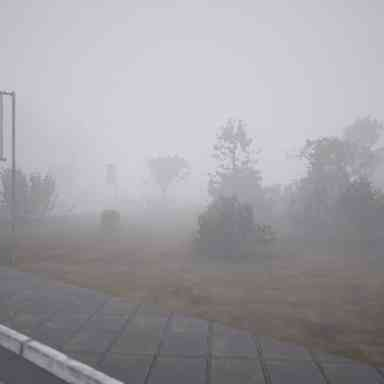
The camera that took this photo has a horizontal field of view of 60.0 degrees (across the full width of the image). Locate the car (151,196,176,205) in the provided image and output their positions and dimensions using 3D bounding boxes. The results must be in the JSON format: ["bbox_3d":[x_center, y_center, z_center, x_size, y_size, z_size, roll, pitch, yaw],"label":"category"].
[{"bbox_3d":[-4.426,1.385,51.271,1.812,1.442,4.674,0,1,39],"label":"car"}]

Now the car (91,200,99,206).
[{"bbox_3d":[-13.227,1.521,51.800,1.895,1.301,4.718,0,1,39],"label":"car"}]

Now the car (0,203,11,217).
[{"bbox_3d":[-16.143,1.525,31.121,1.812,1.442,4.674,0,0,39],"label":"car"}]

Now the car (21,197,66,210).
[{"bbox_3d":[-19.552,1.481,43.952,2.128,1.511,4.902,0,0,39],"label":"car"}]

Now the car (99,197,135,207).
[{"bbox_3d":[-10.559,1.469,49.534,2.033,1.411,5.357,0,1,39],"label":"car"}]

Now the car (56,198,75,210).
[{"bbox_3d":[-17.021,1.482,41.513,2.128,1.511,4.902,0,0,39],"label":"car"}]
